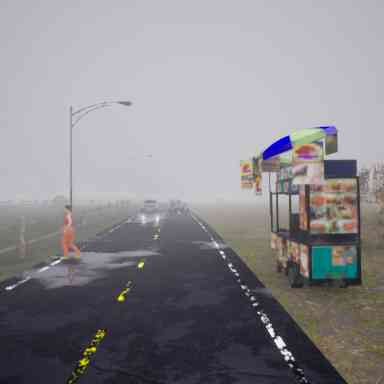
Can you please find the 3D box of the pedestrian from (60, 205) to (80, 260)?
[{"bbox_3d":[-4.056,1.300,10.972,0.375,1.860,0.375,1,-1,0],"label":"pedestrian"}]

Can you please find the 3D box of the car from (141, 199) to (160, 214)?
[{"bbox_3d":[-4.580,1.561,36.707,1.812,1.442,4.674,0,0,-5],"label":"car"}]

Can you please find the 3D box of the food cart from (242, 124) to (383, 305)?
[{"bbox_3d":[2.940,0.472,8.936,2.280,3.560,4.660,-1,-1,-2],"label":"food cart"}]

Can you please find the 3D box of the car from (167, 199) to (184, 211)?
[{"bbox_3d":[-2.234,1.607,43.483,2.033,1.411,5.357,0,0,-6],"label":"car"}]

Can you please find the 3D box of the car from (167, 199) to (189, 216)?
[{"bbox_3d":[-1.359,1.637,33.300,1.895,1.301,4.718,0,0,-4],"label":"car"}]
